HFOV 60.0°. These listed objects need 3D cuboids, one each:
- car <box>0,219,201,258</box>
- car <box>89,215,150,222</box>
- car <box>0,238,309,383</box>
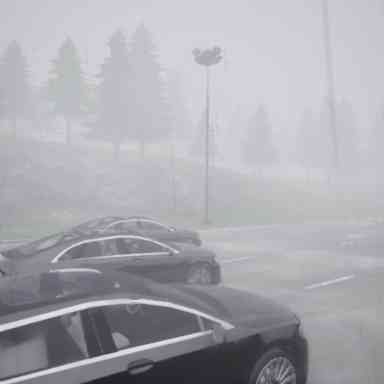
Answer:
[{"bbox_3d":[-1.555,1.515,6.935,4.902,1.511,2.128,1,0,-35],"label":"car"},{"bbox_3d":[-1.876,1.534,11.005,4.902,1.511,2.128,1,0,-35],"label":"car"},{"bbox_3d":[-0.914,1.500,3.095,4.902,1.511,2.128,1,0,-35],"label":"car"}]
